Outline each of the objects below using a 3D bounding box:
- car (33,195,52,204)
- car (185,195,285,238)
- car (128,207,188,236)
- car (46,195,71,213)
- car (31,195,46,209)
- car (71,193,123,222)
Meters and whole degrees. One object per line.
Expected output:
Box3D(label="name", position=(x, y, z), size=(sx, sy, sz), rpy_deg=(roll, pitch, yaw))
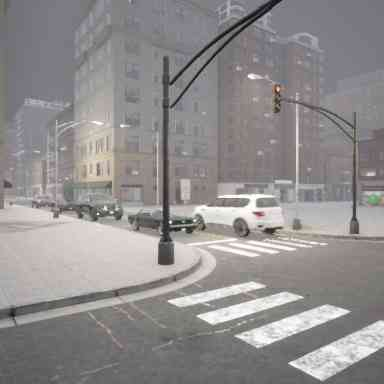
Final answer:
Box3D(label="car", position=(-25.467, 1.269, 56.518), size=(2.033, 1.411, 5.357), rpy_deg=(0, 0, -35))
Box3D(label="car", position=(2.258, 1.160, 17.647), size=(2.150, 2.045, 5.566), rpy_deg=(0, 0, -36))
Box3D(label="car", position=(-1.695, 1.527, 18.129), size=(1.895, 1.301, 4.718), rpy_deg=(0, 0, -36))
Box3D(label="car", position=(-13.213, 1.311, 34.287), size=(1.882, 1.535, 5.008), rpy_deg=(0, 0, -36))
Box3D(label="car", position=(-19.118, 1.139, 42.622), size=(2.097, 1.767, 4.553), rpy_deg=(0, 0, -35))
Box3D(label="car", position=(-7.341, 1.101, 26.032), size=(2.150, 2.045, 5.566), rpy_deg=(0, 0, -35))
